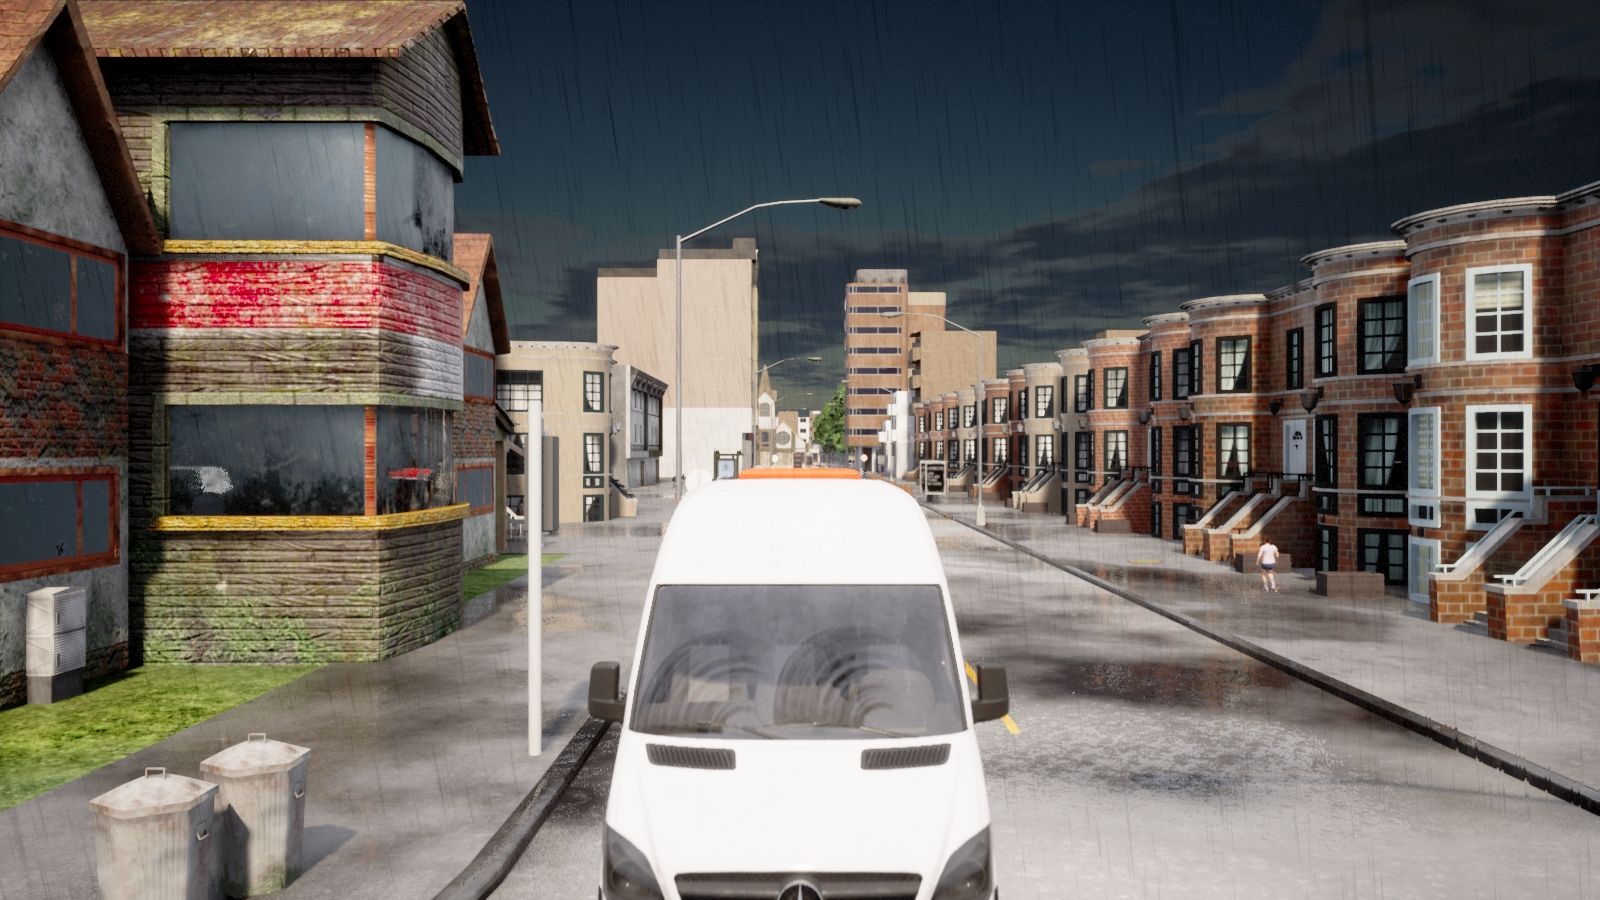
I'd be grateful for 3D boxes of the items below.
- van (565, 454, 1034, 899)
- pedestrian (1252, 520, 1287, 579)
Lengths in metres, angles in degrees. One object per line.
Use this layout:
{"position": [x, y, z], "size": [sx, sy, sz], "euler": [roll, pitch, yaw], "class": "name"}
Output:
{"position": [-0.003, 1.314, 7.795], "size": [1.988, 2.561, 5.915], "euler": [0, 0, 0], "class": "van"}
{"position": [9.017, 1.904, 21.949], "size": [0.500, 1.100, 0.500], "euler": [0, 0, 4], "class": "pedestrian"}
